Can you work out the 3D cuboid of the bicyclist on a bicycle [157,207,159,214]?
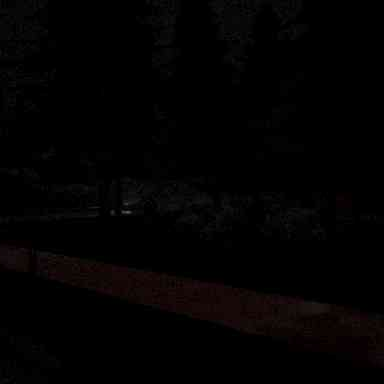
[{"bbox_3d":[-3.563,1.140,28.944,1.656,1.620,0.582,0,0,22],"label":"bicyclist on a bicycle"}]

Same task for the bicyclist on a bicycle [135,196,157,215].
[{"bbox_3d":[-4.125,1.139,28.461,1.656,1.620,0.582,0,0,15],"label":"bicyclist on a bicycle"}]

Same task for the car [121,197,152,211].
[{"bbox_3d":[-6.521,1.359,38.443,1.812,1.442,4.674,0,0,36],"label":"car"}]
